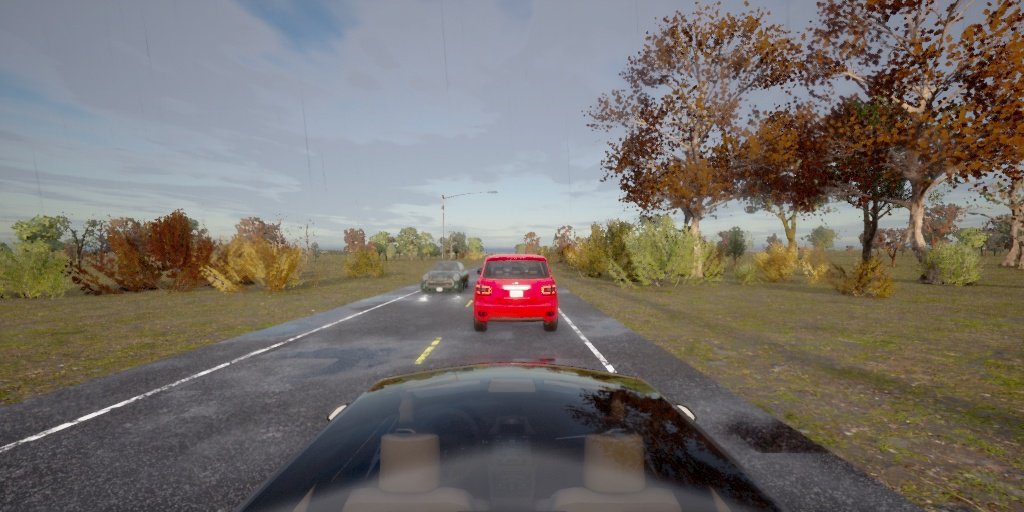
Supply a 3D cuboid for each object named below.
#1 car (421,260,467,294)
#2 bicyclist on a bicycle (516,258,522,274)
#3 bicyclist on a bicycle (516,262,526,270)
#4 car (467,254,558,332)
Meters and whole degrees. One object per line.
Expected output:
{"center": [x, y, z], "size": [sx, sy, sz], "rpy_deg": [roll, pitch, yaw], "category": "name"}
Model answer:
{"center": [-3.653, 1.095, 20.278], "size": [2.097, 1.767, 4.553], "rpy_deg": [0, 0, 0], "category": "car"}
{"center": [0.786, 1.107, 40.212], "size": [0.659, 1.776, 1.843], "rpy_deg": [0, 0, 0], "category": "bicyclist on a bicycle"}
{"center": [0.861, 1.110, 30.199], "size": [0.659, 1.776, 1.843], "rpy_deg": [0, 0, 0], "category": "bicyclist on a bicycle"}
{"center": [0.079, 0.968, 11.020], "size": [2.150, 2.045, 5.566], "rpy_deg": [0, 0, -1], "category": "car"}
